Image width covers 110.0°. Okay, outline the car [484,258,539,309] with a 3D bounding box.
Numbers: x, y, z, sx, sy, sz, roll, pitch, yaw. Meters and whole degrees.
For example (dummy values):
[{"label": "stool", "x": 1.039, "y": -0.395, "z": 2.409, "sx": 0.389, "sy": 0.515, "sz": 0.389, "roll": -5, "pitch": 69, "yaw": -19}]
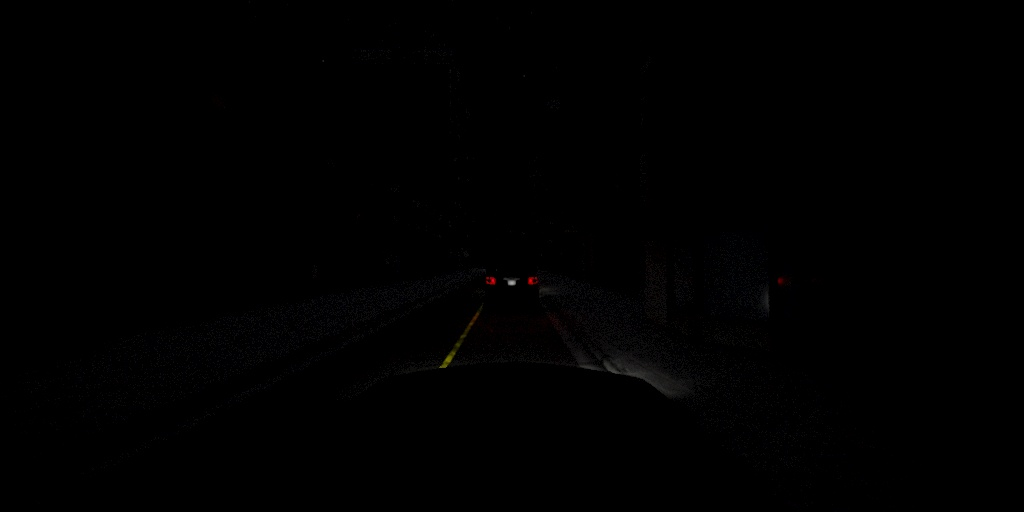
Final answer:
[{"label": "car", "x": -0.009, "y": 1.105, "z": 15.861, "sx": 2.150, "sy": 2.045, "sz": 5.566, "roll": 0, "pitch": 0, "yaw": 0}]
